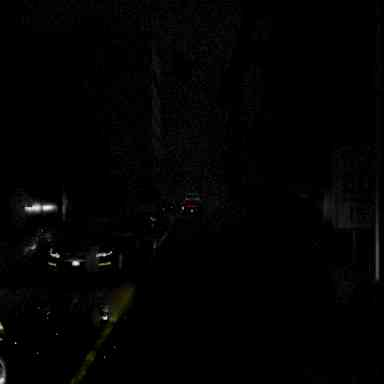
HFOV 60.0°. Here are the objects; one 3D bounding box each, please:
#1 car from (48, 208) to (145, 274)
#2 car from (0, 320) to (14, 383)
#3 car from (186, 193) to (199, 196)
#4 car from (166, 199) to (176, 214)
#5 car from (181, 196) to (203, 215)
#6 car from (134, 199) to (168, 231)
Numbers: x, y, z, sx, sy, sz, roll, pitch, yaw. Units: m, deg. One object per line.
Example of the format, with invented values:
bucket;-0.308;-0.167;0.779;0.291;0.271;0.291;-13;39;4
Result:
car;-2.843;1.490;10.558;1.837;1.490;4.892;0;0;0
car;-2.849;1.561;1.790;1.994;1.385;4.181;0;0;0
car;0.026;1.187;45.573;2.150;2.045;5.566;0;0;1
car;-2.766;1.473;35.111;1.837;1.490;4.892;0;-1;0
car;0.005;1.473;32.963;1.837;1.490;4.892;0;0;0
car;-2.810;1.452;20.754;1.882;1.535;5.008;0;0;0
